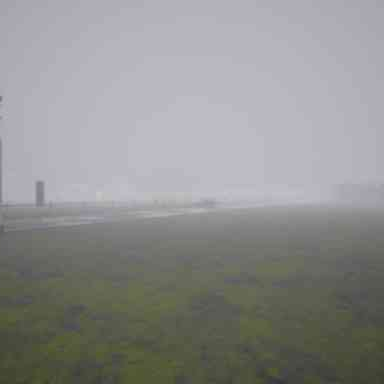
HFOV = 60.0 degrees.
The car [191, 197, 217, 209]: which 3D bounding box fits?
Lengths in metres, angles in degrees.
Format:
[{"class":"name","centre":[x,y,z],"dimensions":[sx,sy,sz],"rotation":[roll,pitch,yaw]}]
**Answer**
[{"class":"car","centre":[1.726,1.469,46.820],"dimensions":[1.882,1.535,5.008],"rotation":[1,0,34]}]
